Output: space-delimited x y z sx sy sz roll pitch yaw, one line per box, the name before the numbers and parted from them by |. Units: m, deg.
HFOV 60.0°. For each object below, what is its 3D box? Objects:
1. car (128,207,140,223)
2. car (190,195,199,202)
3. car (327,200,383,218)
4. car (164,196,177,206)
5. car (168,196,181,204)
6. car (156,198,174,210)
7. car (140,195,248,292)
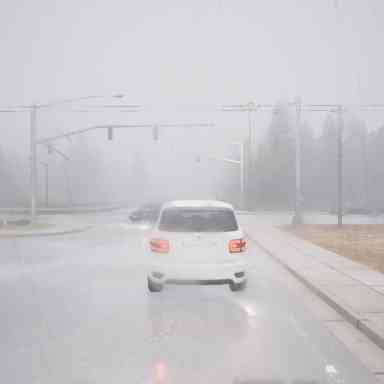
car | -2.934 1.512 25.495 1.837 1.490 4.892 -3 -2 27
car | 0.593 1.525 81.687 2.128 1.511 4.902 0 0 2
car | 14.939 1.516 30.488 4.902 1.511 2.128 0 0 1
car | -3.556 1.505 55.126 1.837 1.490 4.892 0 0 0
car | -3.422 1.491 65.392 2.128 1.511 4.902 0 0 1
car | -3.584 1.547 44.939 2.033 1.411 5.357 0 0 0
car | 0.068 1.218 9.086 2.150 2.045 5.566 0 0 -2
